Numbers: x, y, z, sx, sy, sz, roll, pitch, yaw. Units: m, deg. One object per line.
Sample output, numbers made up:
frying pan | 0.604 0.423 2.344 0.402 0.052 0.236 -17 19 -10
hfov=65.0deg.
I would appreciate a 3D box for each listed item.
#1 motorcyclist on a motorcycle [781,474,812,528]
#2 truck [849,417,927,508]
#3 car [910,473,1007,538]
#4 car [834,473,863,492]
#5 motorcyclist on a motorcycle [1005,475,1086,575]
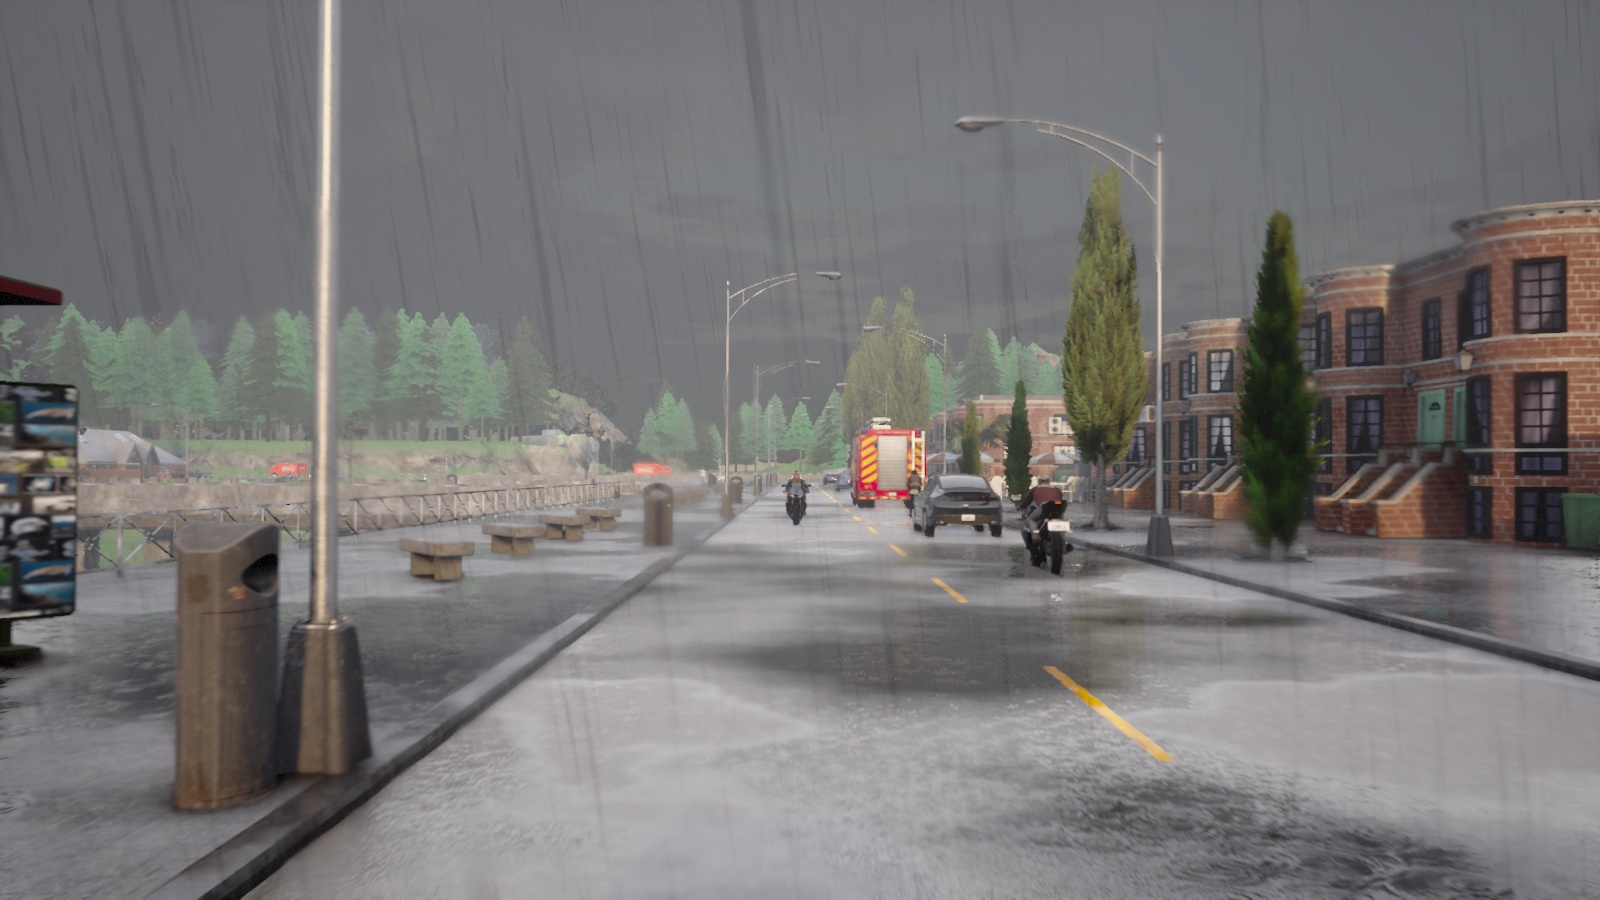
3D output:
motorcyclist on a motorcycle | -0.095 1.465 36.711 0.866 1.530 2.191 0 -1 0
truck | 3.848 0.587 56.898 2.891 3.827 8.468 0 -1 0
car | 3.917 1.336 31.786 1.837 1.490 4.892 0 -1 0
car | 3.747 2.486 97.921 2.033 1.411 5.357 0 -1 0
motorcyclist on a motorcycle | 3.946 1.175 20.368 0.866 1.530 2.191 0 -1 0
